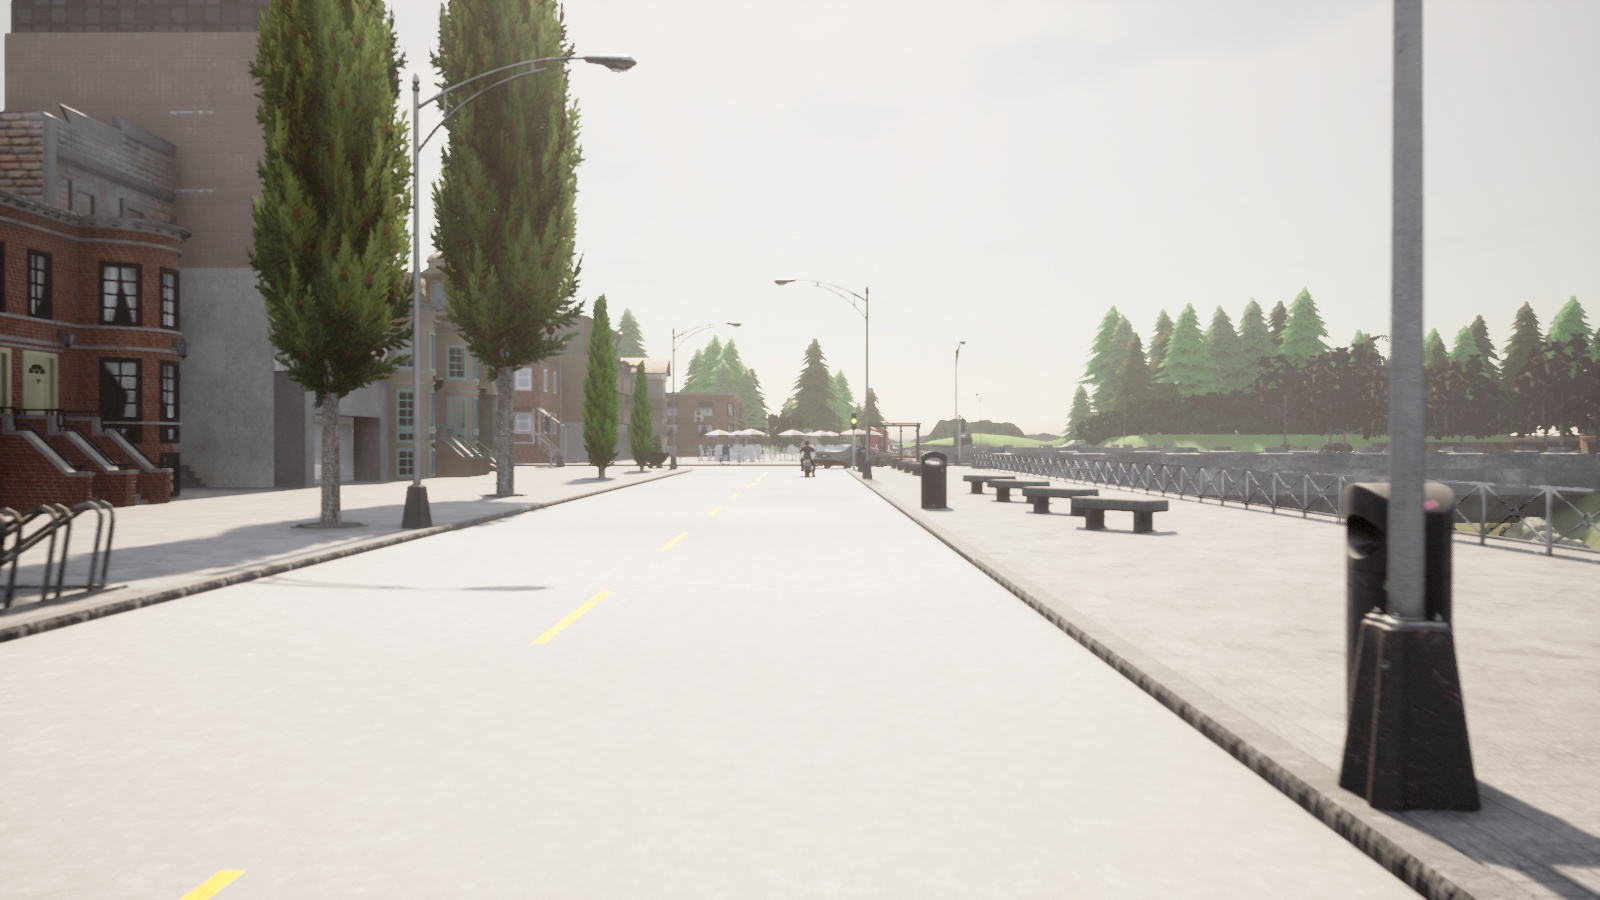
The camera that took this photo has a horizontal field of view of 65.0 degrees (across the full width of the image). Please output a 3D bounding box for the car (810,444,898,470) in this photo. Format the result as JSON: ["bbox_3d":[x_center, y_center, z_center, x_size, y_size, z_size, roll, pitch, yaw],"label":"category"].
[{"bbox_3d":[3.202,0.383,73.448,2.033,1.411,5.357,0,0,44],"label":"car"}]
